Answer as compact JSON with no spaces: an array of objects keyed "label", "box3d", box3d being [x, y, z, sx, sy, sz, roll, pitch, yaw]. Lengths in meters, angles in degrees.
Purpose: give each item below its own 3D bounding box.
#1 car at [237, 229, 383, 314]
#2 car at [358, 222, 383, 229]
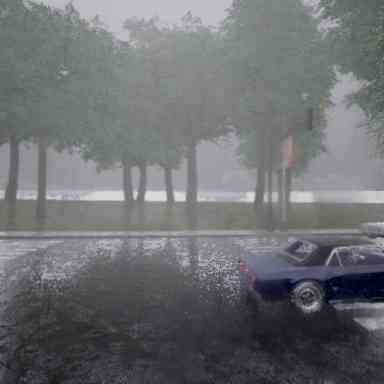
[{"label":"car","box3d":[3.448,1.632,7.131,4.718,1.301,1.895,-2,-2,-3]},{"label":"car","box3d":[11.357,1.868,17.369,4.718,1.301,1.895,0,-2,-3]}]
